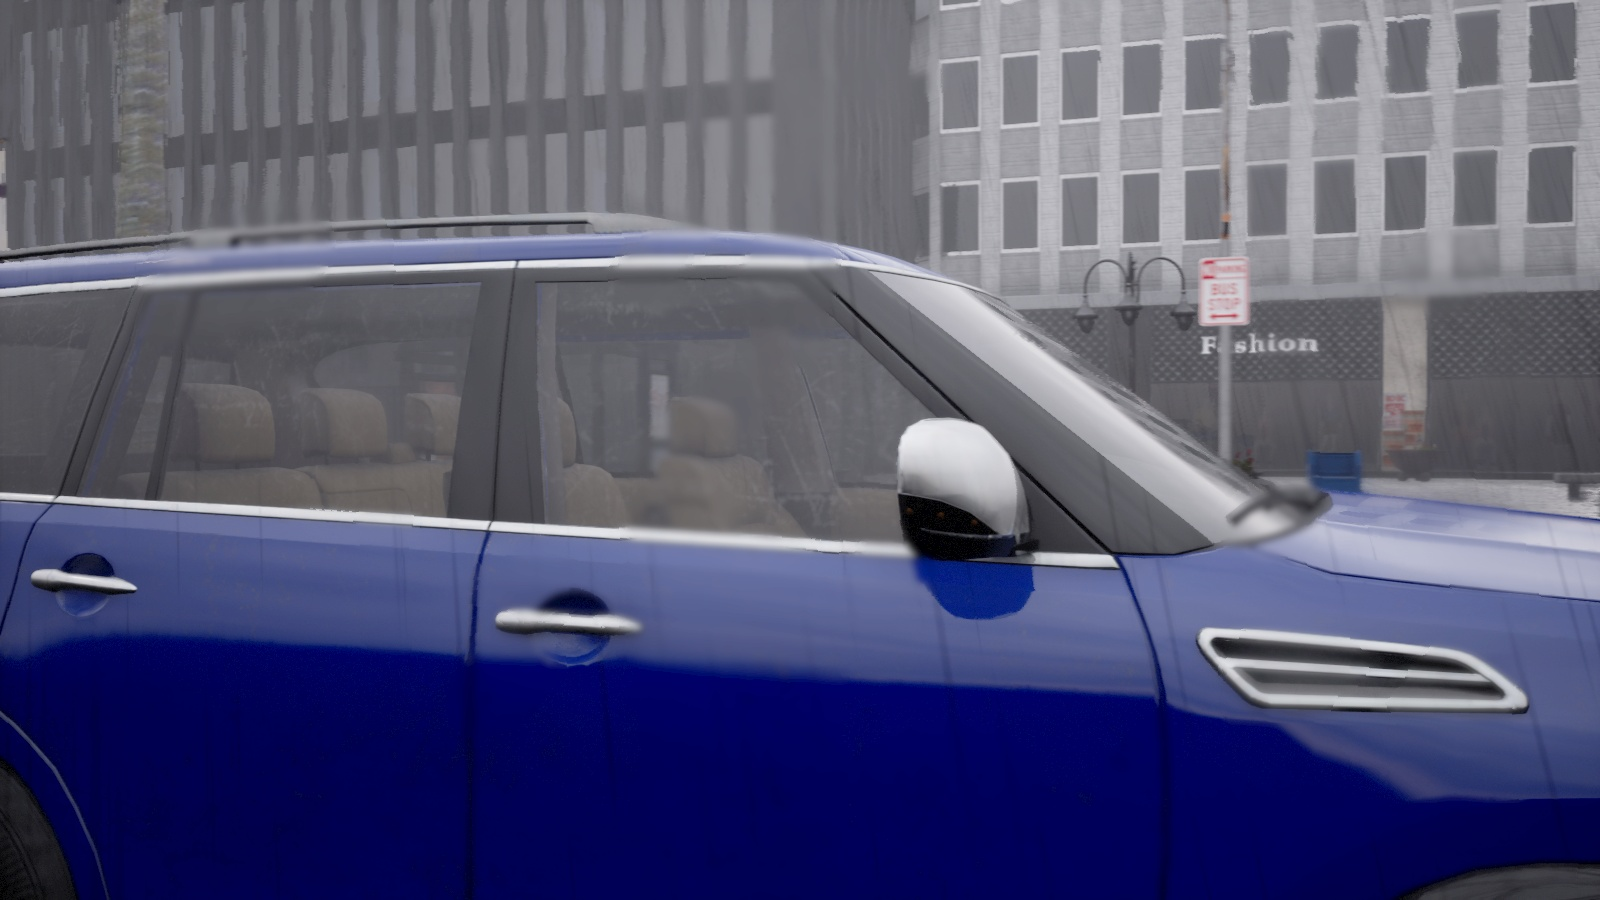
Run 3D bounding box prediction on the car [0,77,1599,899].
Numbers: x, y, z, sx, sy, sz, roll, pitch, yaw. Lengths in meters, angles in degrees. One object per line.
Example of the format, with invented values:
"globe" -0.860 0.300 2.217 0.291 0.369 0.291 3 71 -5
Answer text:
"car" -0.215 0.492 3.263 5.566 2.045 2.150 1 1 18
